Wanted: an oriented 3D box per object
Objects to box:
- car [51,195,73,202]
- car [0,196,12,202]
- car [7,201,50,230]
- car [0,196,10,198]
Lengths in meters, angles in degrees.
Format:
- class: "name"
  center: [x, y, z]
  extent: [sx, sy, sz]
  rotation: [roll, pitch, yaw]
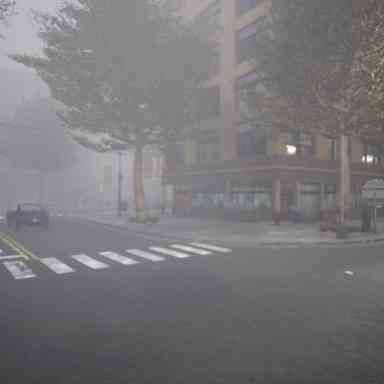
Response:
- class: "car"
  center: [-29.805, 1.472, 76.483]
  extent: [4.674, 1.452, 2.002]
  rotation: [1, 0, -36]
- class: "car"
  center: [-43.743, 1.528, 75.737]
  extent: [4.718, 1.301, 1.895]
  rotation: [1, 0, -36]
- class: "car"
  center: [-10.693, 1.506, 21.594]
  extent: [1.882, 1.535, 5.008]
  rotation: [1, 0, -36]
- class: "car"
  center: [-37.348, 1.474, 66.049]
  extent: [4.786, 1.482, 2.161]
  rotation: [1, 0, -36]
